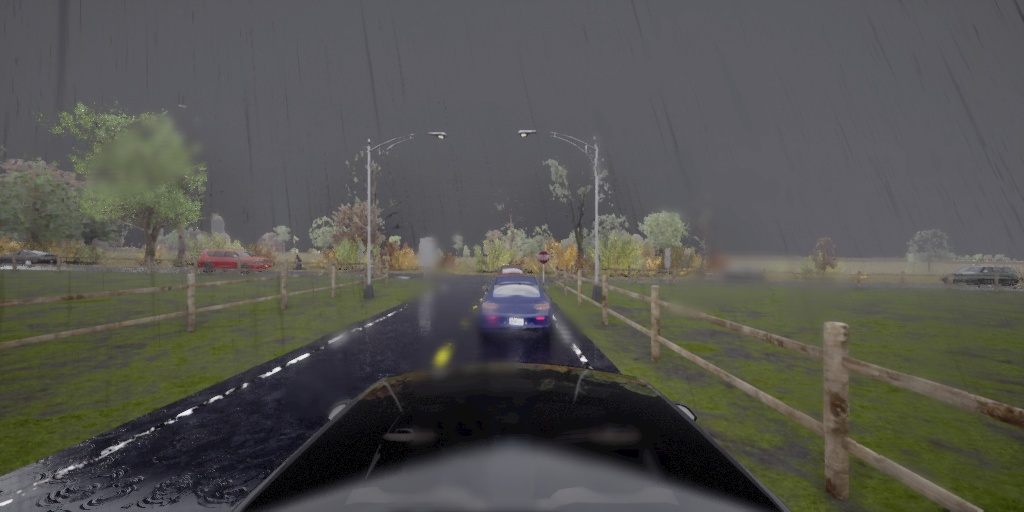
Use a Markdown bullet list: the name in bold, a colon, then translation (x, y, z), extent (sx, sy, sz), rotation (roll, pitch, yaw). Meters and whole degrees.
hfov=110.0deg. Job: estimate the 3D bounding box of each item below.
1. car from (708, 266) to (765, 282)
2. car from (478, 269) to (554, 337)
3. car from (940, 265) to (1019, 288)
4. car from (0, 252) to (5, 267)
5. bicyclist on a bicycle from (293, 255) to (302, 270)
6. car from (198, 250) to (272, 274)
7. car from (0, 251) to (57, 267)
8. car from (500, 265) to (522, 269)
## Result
- **car**: translation (21.727, 1.710, 34.815), extent (4.902, 1.511, 2.128), rotation (1, 1, 0)
- **car**: translation (0.104, 1.273, 10.117), extent (1.812, 1.442, 4.674), rotation (0, 0, 0)
- **car**: translation (45.235, 1.938, 34.736), extent (5.566, 2.045, 2.150), rotation (1, 1, 1)
- **car**: translation (-49.288, 0.270, 31.974), extent (5.357, 1.411, 2.033), rotation (1, 1, 1)
- **bicyclist on a bicycle**: translation (-22.610, 0.698, 37.871), extent (0.582, 1.620, 1.656), rotation (1, 0, 0)
- **car**: translation (-24.588, 0.481, 31.884), extent (5.566, 2.045, 2.150), rotation (1, 1, 0)
- **car**: translation (-47.091, 0.240, 34.798), extent (4.892, 1.490, 1.837), rotation (1, 1, 0)
- **car**: translation (-0.055, 1.271, 21.623), extent (1.812, 1.442, 4.674), rotation (0, 0, -3)
